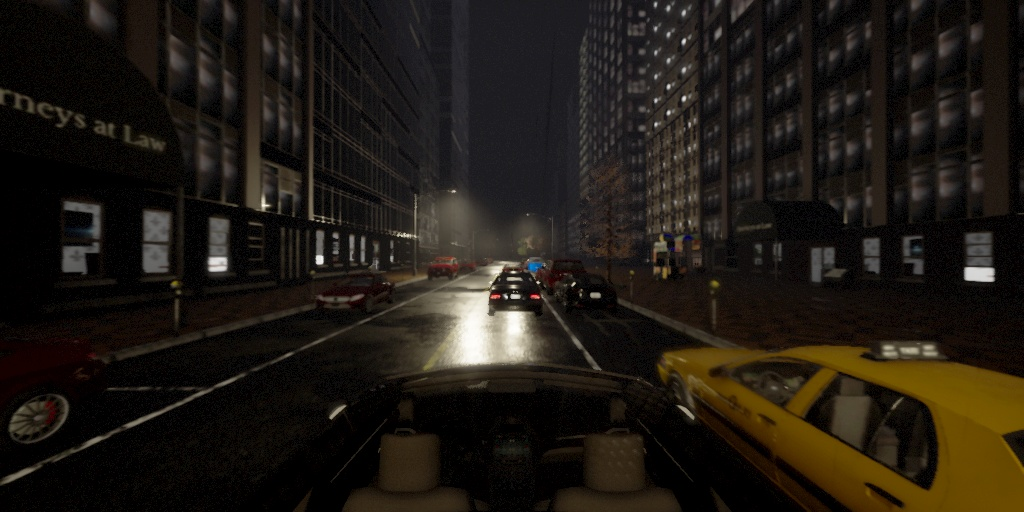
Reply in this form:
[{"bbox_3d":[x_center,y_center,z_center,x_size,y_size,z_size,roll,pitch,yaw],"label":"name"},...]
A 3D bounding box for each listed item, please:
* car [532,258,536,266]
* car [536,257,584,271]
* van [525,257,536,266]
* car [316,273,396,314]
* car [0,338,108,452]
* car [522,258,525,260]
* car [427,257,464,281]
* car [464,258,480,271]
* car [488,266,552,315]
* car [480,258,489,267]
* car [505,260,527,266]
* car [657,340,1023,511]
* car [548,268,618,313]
[{"bbox_3d":[2.687,1.166,24.720,1.967,1.591,4.097,0,0,0],"label":"car"},{"bbox_3d":[2.688,1.047,19.181,2.192,1.841,5.009,0,0,0],"label":"car"},{"bbox_3d":[2.684,1.050,41.338,1.690,1.789,3.998,0,0,0],"label":"van"},{"bbox_3d":[-5.691,1.320,13.640,1.802,1.307,4.207,0,0,0],"label":"car"},{"bbox_3d":[-5.689,1.331,2.561,1.802,1.307,4.207,0,0,0],"label":"car"},{"bbox_3d":[2.682,1.143,46.878,1.967,1.591,4.097,0,0,0],"label":"car"},{"bbox_3d":[-5.695,1.035,30.258,2.192,1.841,5.009,0,0,0],"label":"car"},{"bbox_3d":[-5.698,1.248,46.876,1.888,1.381,4.507,0,0,0],"label":"car"},{"bbox_3d":[0.098,1.286,13.391,2.033,1.411,5.357,0,0,0],"label":"car"},{"bbox_3d":[-5.701,1.230,63.493,1.888,1.381,4.507,0,0,0],"label":"car"},{"bbox_3d":[0.095,1.319,32.107,1.895,1.301,4.718,0,0,0],"label":"car"},{"bbox_3d":[2.692,1.275,2.733,1.751,1.417,4.829,0,0,0],"label":"car"},{"bbox_3d":[2.690,1.304,13.642,1.948,1.339,4.313,0,0,0],"label":"car"}]
